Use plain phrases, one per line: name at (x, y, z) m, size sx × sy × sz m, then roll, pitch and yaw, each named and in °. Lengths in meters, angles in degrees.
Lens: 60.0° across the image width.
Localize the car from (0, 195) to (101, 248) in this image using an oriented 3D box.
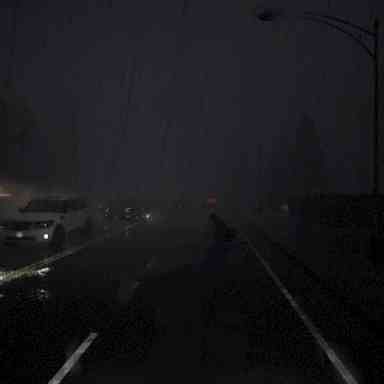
car at (-6.305, 1.214, 15.205) m, size 2.150 × 2.045 × 5.566 m, roll 0°, pitch 1°, yaw 3°

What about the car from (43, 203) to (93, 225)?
car at (-9.147, 1.561, 24.994) m, size 1.994 × 1.385 × 4.181 m, roll 0°, pitch 0°, yaw 4°

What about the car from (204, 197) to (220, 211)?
car at (2.373, 1.596, 39.906) m, size 1.895 × 1.301 × 4.718 m, roll 0°, pitch 0°, yaw 4°

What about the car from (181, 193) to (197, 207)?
car at (-0.561, 1.215, 49.903) m, size 2.150 × 2.045 × 5.566 m, roll 0°, pitch 0°, yaw 4°

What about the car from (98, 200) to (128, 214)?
car at (-8.487, 1.596, 36.153) m, size 1.895 × 1.301 × 4.718 m, roll 0°, pitch 0°, yaw 4°

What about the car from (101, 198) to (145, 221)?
car at (-5.498, 1.349, 26.972) m, size 2.097 × 1.767 × 4.553 m, roll 0°, pitch 0°, yaw 3°

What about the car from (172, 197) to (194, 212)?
car at (-1.215, 1.559, 38.671) m, size 1.994 × 1.385 × 4.181 m, roll 0°, pitch 0°, yaw 4°

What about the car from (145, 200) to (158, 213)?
car at (-4.953, 1.559, 36.501) m, size 1.994 × 1.385 × 4.181 m, roll 0°, pitch 0°, yaw 4°

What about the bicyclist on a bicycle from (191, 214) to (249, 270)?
bicyclist on a bicycle at (0.780, 1.443, 9.500) m, size 1.656 × 1.620 × 0.582 m, roll -1°, pitch 0°, yaw 3°
